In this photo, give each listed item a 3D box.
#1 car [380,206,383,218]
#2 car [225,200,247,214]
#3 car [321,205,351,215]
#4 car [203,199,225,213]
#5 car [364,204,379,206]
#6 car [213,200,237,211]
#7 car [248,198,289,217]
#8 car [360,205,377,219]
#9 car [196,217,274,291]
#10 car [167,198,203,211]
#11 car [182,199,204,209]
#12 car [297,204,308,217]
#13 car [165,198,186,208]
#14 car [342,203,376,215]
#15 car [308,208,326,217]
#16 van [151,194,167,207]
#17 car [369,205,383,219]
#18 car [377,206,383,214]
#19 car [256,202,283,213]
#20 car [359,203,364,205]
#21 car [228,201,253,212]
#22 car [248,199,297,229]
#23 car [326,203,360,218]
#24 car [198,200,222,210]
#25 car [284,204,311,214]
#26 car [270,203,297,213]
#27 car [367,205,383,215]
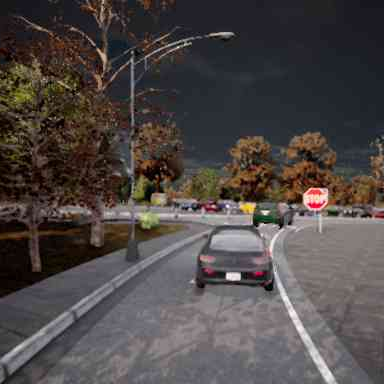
[{"bbox_3d":[30.760,3.117,49.444,2.185,1.767,4.553,2,-1,-18],"label":"car"},{"bbox_3d":[4.338,1.717,40.714,2.185,1.767,4.553,4,-1,-18],"label":"car"},{"bbox_3d":[26.556,3.258,61.602,1.946,1.575,5.366,2,-1,-18],"label":"car"},{"bbox_3d":[1.690,1.681,39.836,2.163,1.488,4.792,4,-1,-18],"label":"car"},{"bbox_3d":[28.122,3.019,48.572,2.185,1.767,4.553,2,-1,-18],"label":"car"},{"bbox_3d":[5.398,2.218,55.001,1.946,1.575,5.366,4,-1,-18],"label":"car"},{"bbox_3d":[9.626,1.950,42.458,2.435,2.045,5.566,4,-1,-18],"label":"car"},{"bbox_3d":[22.846,2.950,46.765,2.163,1.488,4.792,3,-1,-18],"label":"car"},{"bbox_3d":[1.214,1.639,9.276,1.812,1.442,4.674,0,-1,9],"label":"car"},{"bbox_3d":[-0.929,1.489,38.909,2.163,1.488,4.792,4,-1,-18],"label":"car"},{"bbox_3d":[0.048,1.893,53.041,2.002,1.452,4.674,4,-1,-18],"label":"car"},{"bbox_3d":[12.267,2.367,43.294,2.231,1.521,4.892,3,-1,-18],"label":"car"},{"bbox_3d":[-2.591,1.702,52.169,2.002,1.452,4.674,4,-1,-18],"label":"car"},{"bbox_3d":[31.789,3.183,63.557,2.435,2.045,5.566,2,-1,-18],"label":"car"},{"bbox_3d":[14.907,2.550,44.142,2.163,1.488,4.792,3,-1,-18],"label":"car"},{"bbox_3d":[-5.066,1.255,51.216,1.878,1.987,4.442,4,-1,-18],"label":"van"},{"bbox_3d":[25.472,3.066,47.694,2.163,1.488,4.792,2,-1,-18],"label":"car"},{"bbox_3d":[39.736,3.633,66.148,2.097,1.535,5.008,1,-1,-18],"label":"car"},{"bbox_3d":[13.272,2.677,57.402,2.097,1.535,5.008,3,-1,-18],"label":"car"},{"bbox_3d":[29.143,3.352,62.658,2.097,1.535,5.008,2,-1,-18],"label":"car"},{"bbox_3d":[8.048,2.384,55.877,1.946,1.575,5.366,4,-1,-18],"label":"car"},{"bbox_3d":[6.376,1.666,25.835,2.150,2.045,5.566,0,-1,27],"label":"car"},{"bbox_3d":[20.209,2.670,45.892,2.185,1.767,4.553,3,-1,-18],"label":"car"},{"bbox_3d":[2.799,2.076,53.977,2.163,1.488,4.792,4,-1,-18],"label":"car"},{"bbox_3d":[18.686,2.943,59.190,2.231,1.521,4.892,3,-1,-18],"label":"car"},{"bbox_3d":[15.918,2.811,58.276,2.097,1.535,5.008,3,-1,-18],"label":"car"},{"bbox_3d":[37.082,3.450,65.309,2.185,1.767,4.553,1,-1,-18],"label":"car"}]
